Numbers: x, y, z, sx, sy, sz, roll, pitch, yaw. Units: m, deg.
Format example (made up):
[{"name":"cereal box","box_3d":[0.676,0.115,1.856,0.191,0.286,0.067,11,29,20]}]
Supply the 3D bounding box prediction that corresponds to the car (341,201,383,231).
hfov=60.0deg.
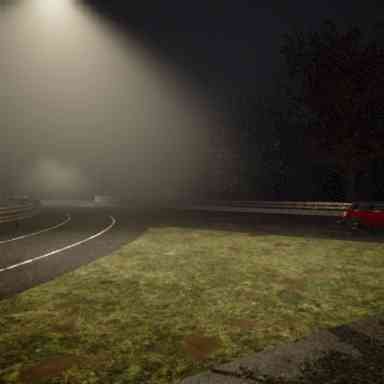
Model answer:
[{"name":"car","box_3d":[11.102,1.345,19.059,4.553,1.767,2.097,0,0,33]}]
